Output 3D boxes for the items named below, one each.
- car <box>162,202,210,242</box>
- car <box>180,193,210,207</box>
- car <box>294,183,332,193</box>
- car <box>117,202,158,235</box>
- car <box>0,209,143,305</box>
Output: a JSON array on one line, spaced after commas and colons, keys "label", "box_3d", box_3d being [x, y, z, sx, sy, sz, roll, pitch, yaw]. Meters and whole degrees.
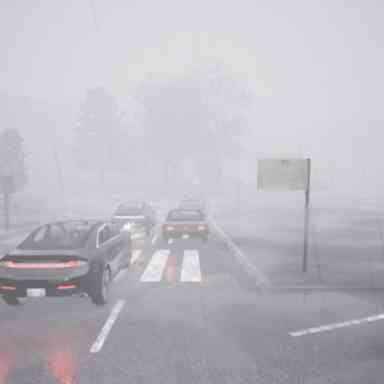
[{"label": "car", "box_3d": [-0.315, 1.395, 15.215, 1.895, 1.301, 4.718, 0, 1, -2]}, {"label": "car", "box_3d": [0.258, 0.847, 25.488, 2.128, 1.511, 4.902, 0, 3, 9]}, {"label": "car", "box_3d": [15.526, -0.565, 42.810, 4.718, 1.301, 1.895, -3, 6, -20]}, {"label": "car", "box_3d": [-2.877, 1.232, 16.983, 2.128, 1.511, 4.902, 0, 2, -1]}, {"label": "car", "box_3d": [-2.604, 1.399, 7.841, 2.128, 1.511, 4.902, 0, 1, -2]}]
